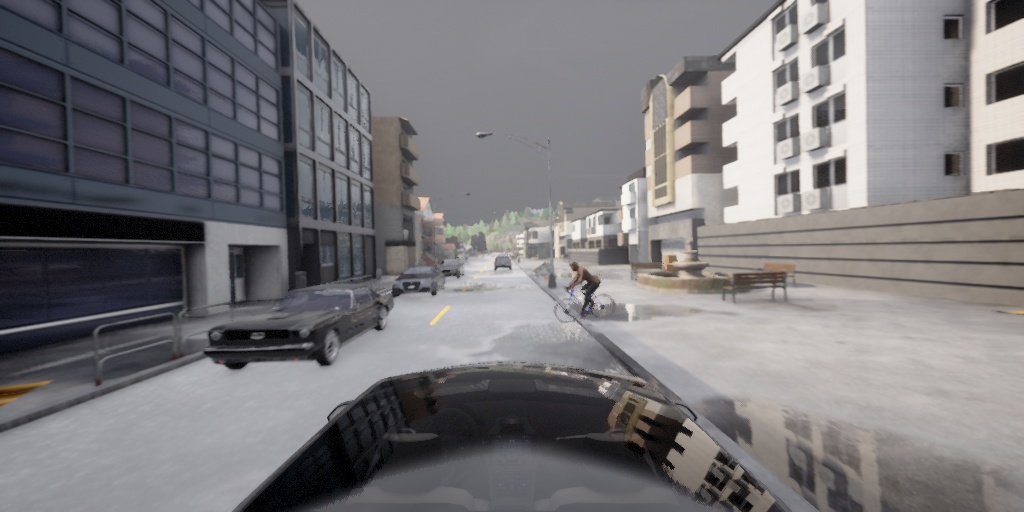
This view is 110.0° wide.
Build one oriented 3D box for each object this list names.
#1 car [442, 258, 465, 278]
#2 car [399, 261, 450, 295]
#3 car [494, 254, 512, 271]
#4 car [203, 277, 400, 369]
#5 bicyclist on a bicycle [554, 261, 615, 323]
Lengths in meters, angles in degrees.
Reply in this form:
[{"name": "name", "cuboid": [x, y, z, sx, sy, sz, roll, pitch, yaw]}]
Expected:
[{"name": "car", "cuboid": [-4.852, 0.948, 28.402, 1.837, 1.490, 4.892, -2, 1, -1]}, {"name": "car", "cuboid": [-4.553, 1.168, 18.025, 1.994, 1.385, 4.181, -2, 1, -2]}, {"name": "car", "cuboid": [-0.959, 0.734, 37.836, 2.033, 1.411, 5.357, -2, 1, -2]}, {"name": "car", "cuboid": [-4.254, 1.359, 8.114, 1.895, 1.301, 4.718, -2, 1, -2]}, {"name": "bicyclist on a bicycle", "cuboid": [1.887, 0.947, 9.553, 1.656, 1.620, 0.582, -7, 1, -2]}]
